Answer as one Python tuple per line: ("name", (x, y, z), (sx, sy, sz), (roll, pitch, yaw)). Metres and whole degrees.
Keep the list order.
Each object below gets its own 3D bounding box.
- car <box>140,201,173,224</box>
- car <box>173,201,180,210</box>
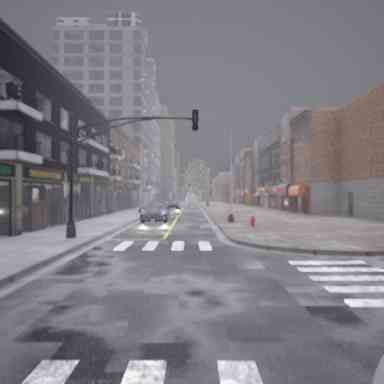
("car", (-2.890, 1.532, 26.723), (2.097, 1.767, 4.553), (0, 0, 0))
("car", (-2.882, 2.001, 51.142), (1.895, 1.301, 4.718), (0, -1, 0))
